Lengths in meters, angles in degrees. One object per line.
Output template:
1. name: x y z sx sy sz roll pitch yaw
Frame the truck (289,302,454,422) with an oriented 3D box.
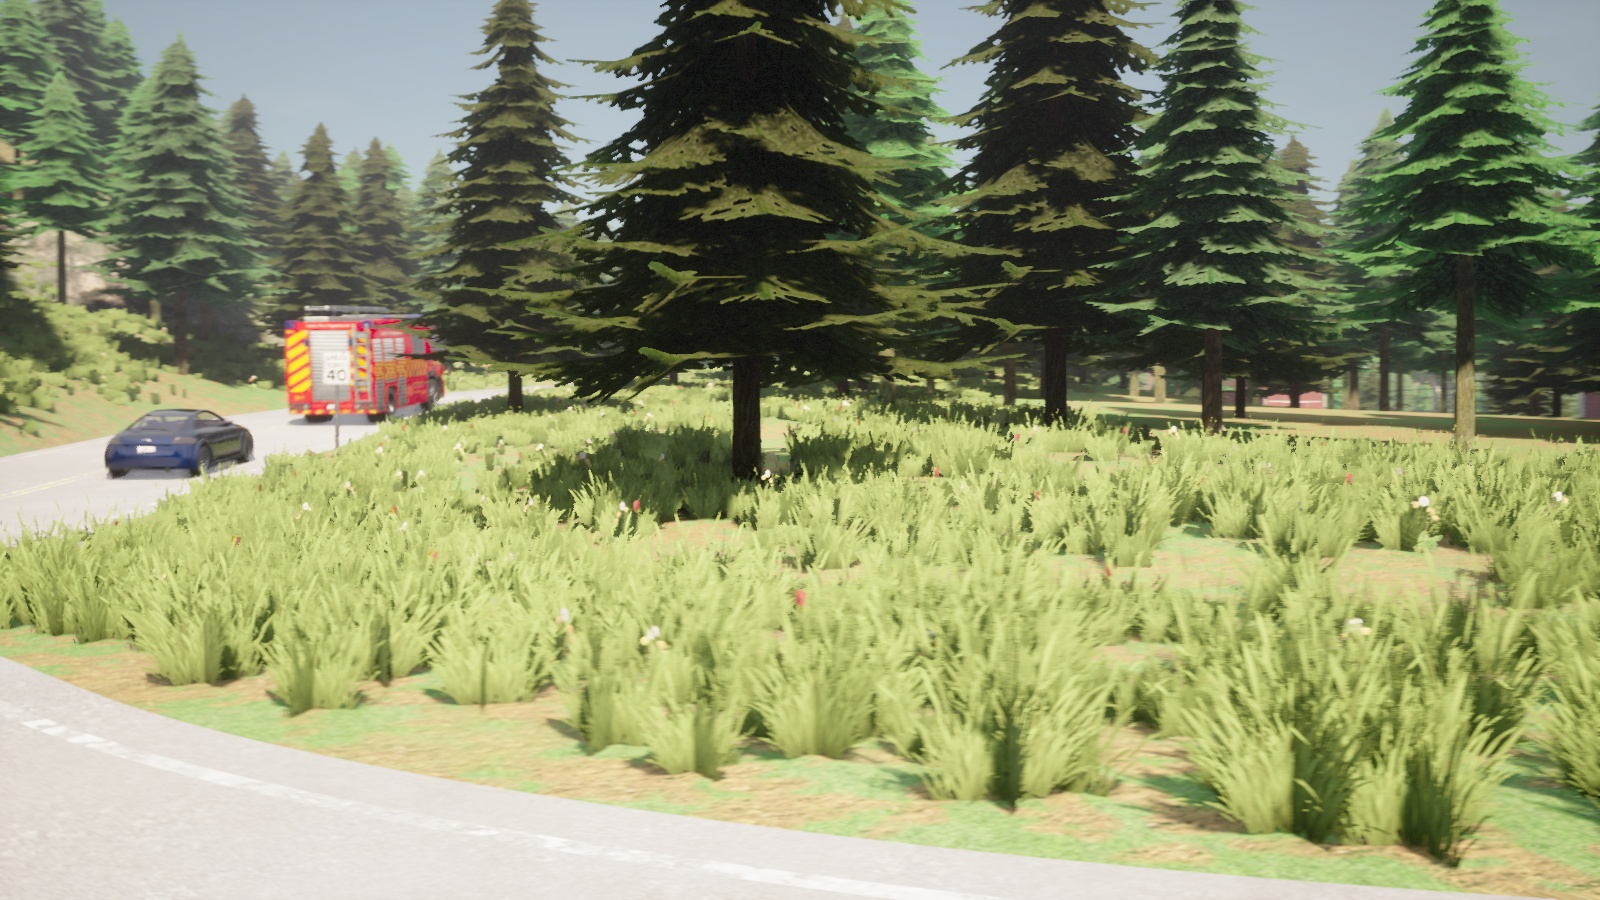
1. truck: -14.916 -3.248 44.531 2.891 3.827 8.468 0 6 0

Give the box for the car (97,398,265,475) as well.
1. car: -13.895 -0.367 28.491 1.994 1.385 4.181 0 6 -5
